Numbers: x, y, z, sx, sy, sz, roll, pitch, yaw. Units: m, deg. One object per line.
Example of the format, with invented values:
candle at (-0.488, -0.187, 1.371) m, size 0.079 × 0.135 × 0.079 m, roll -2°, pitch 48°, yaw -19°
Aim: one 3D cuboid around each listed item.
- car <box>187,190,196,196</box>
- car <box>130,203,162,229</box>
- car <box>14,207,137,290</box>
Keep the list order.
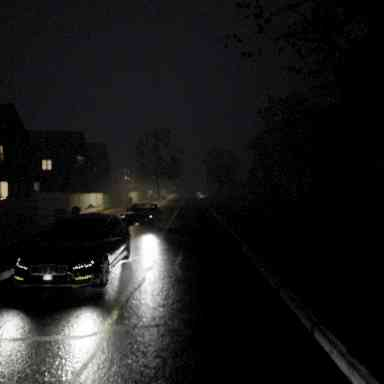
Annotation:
car at (-0.146, 0.310, 78.646) m, size 2.033 × 1.411 × 5.357 m, roll 0°, pitch 1°, yaw 0°
car at (-2.875, 1.340, 19.631) m, size 1.895 × 1.301 × 4.718 m, roll 0°, pitch 1°, yaw 0°
car at (-2.863, 1.385, 8.972) m, size 1.837 × 1.490 × 4.892 m, roll 0°, pitch 1°, yaw 0°
